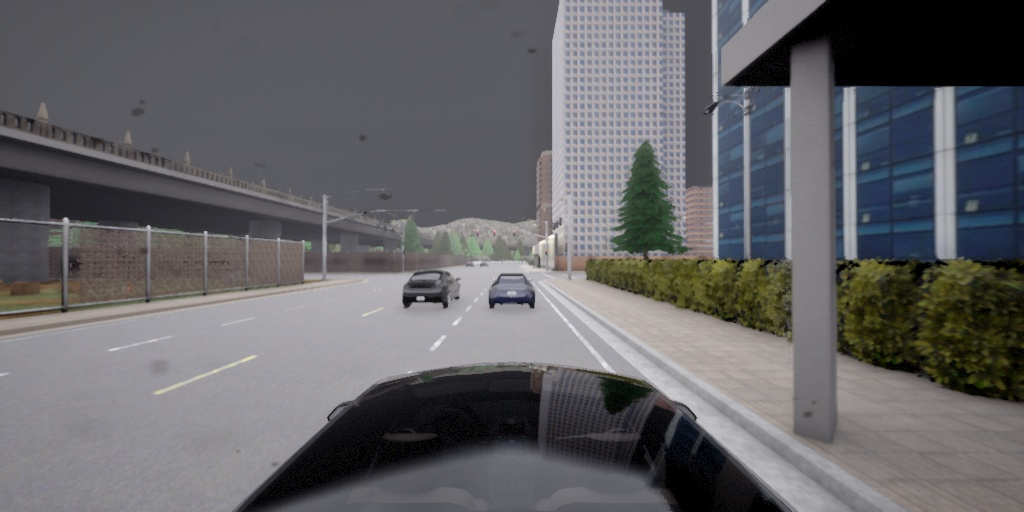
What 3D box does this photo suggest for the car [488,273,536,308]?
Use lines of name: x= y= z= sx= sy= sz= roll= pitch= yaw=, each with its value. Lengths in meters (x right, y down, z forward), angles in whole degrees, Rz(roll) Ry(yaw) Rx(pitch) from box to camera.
car: x=0.003 y=1.450 z=16.106 sx=1.994 sy=1.385 sz=4.181 roll=0 pitch=0 yaw=0

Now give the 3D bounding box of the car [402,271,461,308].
car: x=-3.496 y=1.394 z=16.161 sx=1.837 sy=1.490 sz=4.892 roll=0 pitch=0 yaw=0
